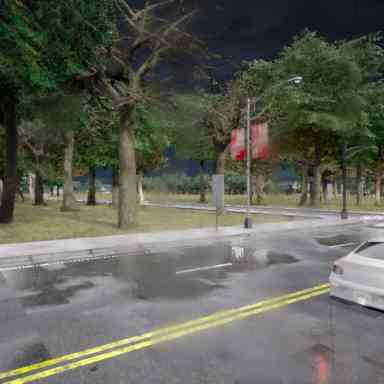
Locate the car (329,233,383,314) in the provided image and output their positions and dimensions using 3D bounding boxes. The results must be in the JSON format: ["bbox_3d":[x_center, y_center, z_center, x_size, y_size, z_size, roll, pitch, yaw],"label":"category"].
[{"bbox_3d":[4.649,1.526,6.738,4.674,1.442,1.812,0,0,-35],"label":"car"}]
